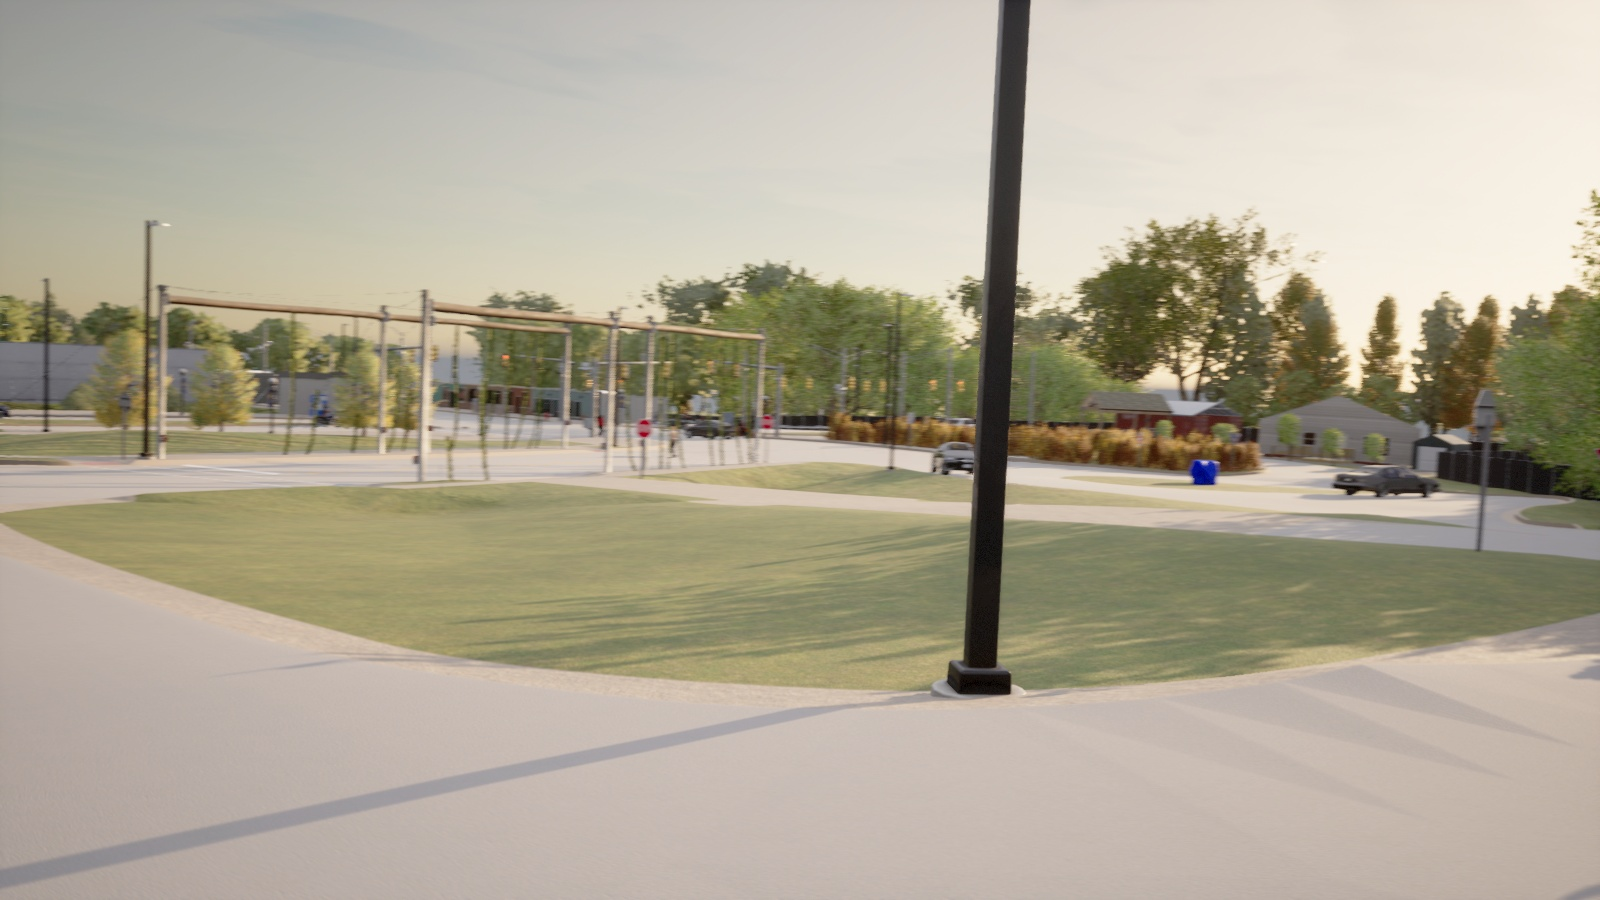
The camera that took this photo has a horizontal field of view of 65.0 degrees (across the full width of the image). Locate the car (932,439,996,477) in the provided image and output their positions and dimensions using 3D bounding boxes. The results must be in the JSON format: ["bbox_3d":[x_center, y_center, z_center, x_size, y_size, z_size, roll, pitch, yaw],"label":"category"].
[{"bbox_3d":[8.084,0.344,62.296,2.152,1.651,5.027,2,1,-3],"label":"car"}]

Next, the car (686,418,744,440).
[{"bbox_3d":[-6.660,-1.627,97.716,1.837,1.490,4.892,0,3,-42],"label":"car"}]

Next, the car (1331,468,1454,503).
[{"bbox_3d":[26.551,1.603,56.257,5.357,1.411,2.033,1,2,-27],"label":"car"}]
